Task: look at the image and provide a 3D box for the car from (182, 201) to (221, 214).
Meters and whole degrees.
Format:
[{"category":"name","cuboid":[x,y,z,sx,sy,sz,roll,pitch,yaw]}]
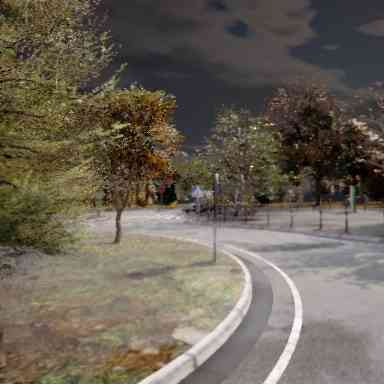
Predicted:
[{"category":"car","cuboid":[1.140,1.780,39.072,2.033,1.411,5.357,-2,0,42]}]
